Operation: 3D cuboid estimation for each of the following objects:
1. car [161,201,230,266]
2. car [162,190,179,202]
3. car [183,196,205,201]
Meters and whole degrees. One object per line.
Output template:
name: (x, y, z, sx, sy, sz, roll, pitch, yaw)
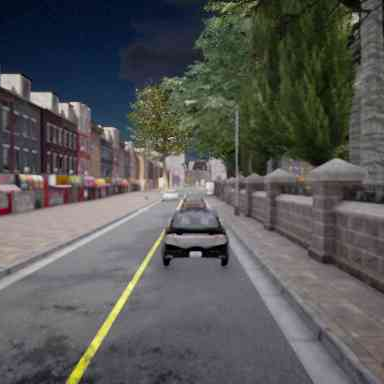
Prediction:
car: (0.099, 1.270, 10.608, 2.128, 1.511, 4.902, 0, 1, 0)
car: (-2.737, 0.439, 42.593, 1.812, 1.442, 4.674, 0, 2, 0)
car: (0.147, 0.963, 27.426, 1.895, 1.301, 4.718, 0, 2, 0)
